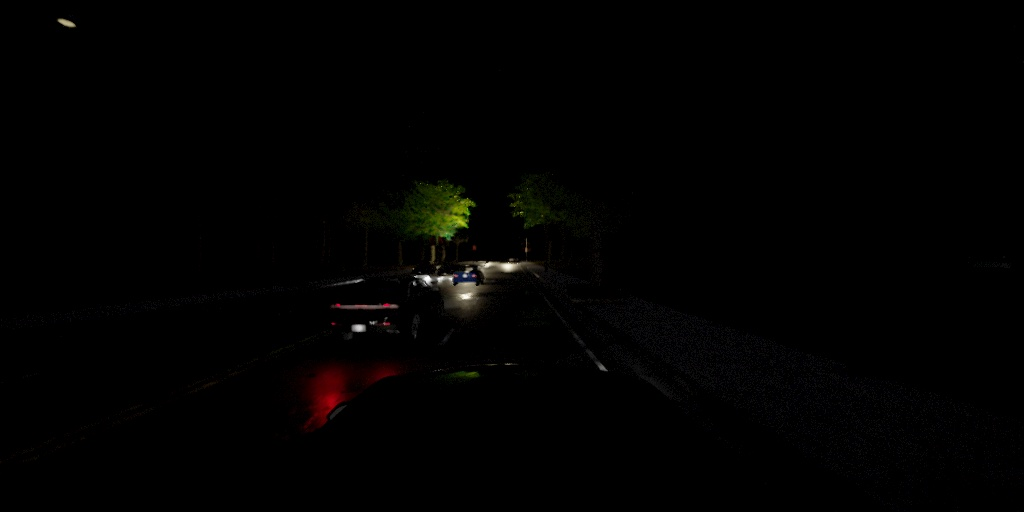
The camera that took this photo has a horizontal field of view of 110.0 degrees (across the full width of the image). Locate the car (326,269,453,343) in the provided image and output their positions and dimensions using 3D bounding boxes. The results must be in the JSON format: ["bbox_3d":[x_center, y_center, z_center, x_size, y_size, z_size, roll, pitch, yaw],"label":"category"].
[{"bbox_3d":[-3.154,1.281,9.802,2.128,1.511,4.902,0,0,0],"label":"car"}]

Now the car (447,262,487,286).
[{"bbox_3d":[-3.159,1.388,26.515,2.033,1.411,5.357,0,0,0],"label":"car"}]

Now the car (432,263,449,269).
[{"bbox_3d":[-6.609,1.405,38.029,2.033,1.411,5.357,0,0,0],"label":"car"}]

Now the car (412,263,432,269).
[{"bbox_3d":[-9.853,1.461,40.581,1.895,1.301,4.718,0,0,0],"label":"car"}]
